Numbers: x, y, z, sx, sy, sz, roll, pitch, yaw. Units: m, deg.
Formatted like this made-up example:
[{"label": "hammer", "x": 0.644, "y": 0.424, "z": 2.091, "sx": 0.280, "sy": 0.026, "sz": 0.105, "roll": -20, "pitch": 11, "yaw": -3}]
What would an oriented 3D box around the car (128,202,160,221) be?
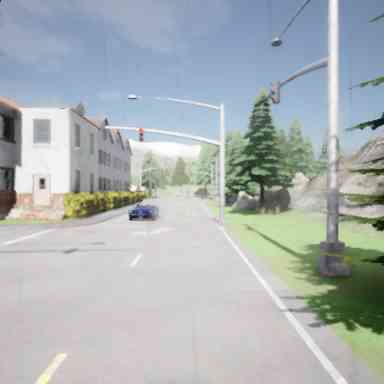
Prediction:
[{"label": "car", "x": -3.569, "y": 1.442, "z": 25.283, "sx": 1.895, "sy": 1.301, "sz": 4.718, "roll": 0, "pitch": 0, "yaw": 0}]
